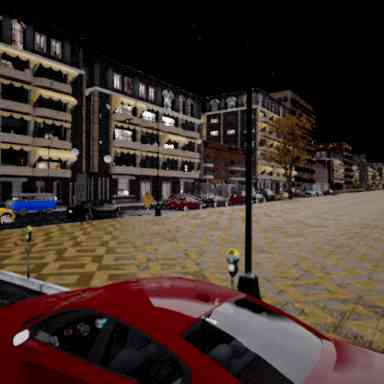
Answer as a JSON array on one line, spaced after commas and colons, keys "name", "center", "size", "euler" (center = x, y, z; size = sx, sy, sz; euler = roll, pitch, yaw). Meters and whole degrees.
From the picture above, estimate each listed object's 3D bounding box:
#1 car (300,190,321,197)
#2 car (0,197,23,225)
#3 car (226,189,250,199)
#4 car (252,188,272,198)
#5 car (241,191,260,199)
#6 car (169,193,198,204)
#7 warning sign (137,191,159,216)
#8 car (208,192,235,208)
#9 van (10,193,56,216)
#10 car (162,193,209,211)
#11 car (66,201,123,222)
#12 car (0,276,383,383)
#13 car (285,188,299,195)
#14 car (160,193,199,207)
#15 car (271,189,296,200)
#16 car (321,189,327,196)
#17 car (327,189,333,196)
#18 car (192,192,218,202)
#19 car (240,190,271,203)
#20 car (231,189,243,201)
[{"name": "car", "center": [24.819, 0.426, 69.639], "size": [2.008, 1.369, 4.403], "euler": [2, 2, 35]}, {"name": "car", "center": [-12.984, 1.324, 19.507], "size": [1.882, 1.535, 5.008], "euler": [-1, 1, 26]}, {"name": "car", "center": [7.576, 0.256, 54.760], "size": [1.882, 1.535, 5.008], "euler": [1, 1, 35]}, {"name": "car", "center": [14.762, 0.199, 69.829], "size": [2.192, 1.841, 5.009], "euler": [2, 2, 35]}, {"name": "car", "center": [11.490, 0.498, 65.117], "size": [1.752, 1.417, 4.829], "euler": [2, 2, 35]}, {"name": "car", "center": [-1.103, 0.882, 46.950], "size": [1.947, 1.339, 4.313], "euler": [2, 2, 35]}, {"name": "warning sign", "center": [-3.287, 0.835, 24.952], "size": [1.300, 1.860, 1.060], "euler": [0, 0, 35]}, {"name": "car", "center": [2.612, 1.031, 37.599], "size": [2.008, 1.369, 4.403], "euler": [2, 2, 35]}, {"name": "van", "center": [-13.789, 1.008, 28.636], "size": [1.690, 1.788, 3.998], "euler": [2, 2, 35]}, {"name": "car", "center": [-0.560, 1.113, 33.021], "size": [1.887, 1.381, 4.507], "euler": [2, 2, 35]}, {"name": "car", "center": [-6.904, 1.310, 23.869], "size": [1.947, 1.339, 4.313], "euler": [2, 2, 35]}, {"name": "car", "center": [-0.511, 1.542, 3.230], "size": [4.507, 1.381, 1.887], "euler": [0, 1, 36]}, {"name": "car", "center": [24.278, -0.058, 83.559], "size": [2.192, 1.841, 5.009], "euler": [2, 2, 35]}, {"name": "car", "center": [-1.475, 0.956, 41.879], "size": [2.033, 1.411, 5.357], "euler": [1, 1, 35]}, {"name": "car", "center": [15.399, 0.656, 56.047], "size": [1.752, 1.417, 4.829], "euler": [2, 2, 35]}, {"name": "car", "center": [27.991, 0.340, 74.215], "size": [2.008, 1.369, 4.403], "euler": [2, 2, 35]}, {"name": "car", "center": [34.336, 0.058, 83.367], "size": [1.967, 1.590, 4.097], "euler": [2, 2, 35]}, {"name": "car", "center": [2.070, 0.780, 51.527], "size": [2.008, 1.369, 4.403], "euler": [2, 2, 35]}, {"name": "car", "center": [8.957, 0.857, 46.753], "size": [2.008, 1.369, 4.403], "euler": [2, 2, 35]}, {"name": "car", "center": [7.366, 0.618, 49.109], "size": [2.097, 1.767, 4.553], "euler": [1, 1, 35]}]
